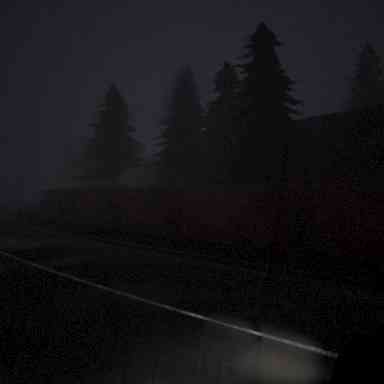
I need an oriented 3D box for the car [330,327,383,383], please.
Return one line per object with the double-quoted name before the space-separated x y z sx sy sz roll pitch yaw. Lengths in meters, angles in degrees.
"car" 3.319 1.512 1.725 4.892 1.490 1.837 0 0 35
